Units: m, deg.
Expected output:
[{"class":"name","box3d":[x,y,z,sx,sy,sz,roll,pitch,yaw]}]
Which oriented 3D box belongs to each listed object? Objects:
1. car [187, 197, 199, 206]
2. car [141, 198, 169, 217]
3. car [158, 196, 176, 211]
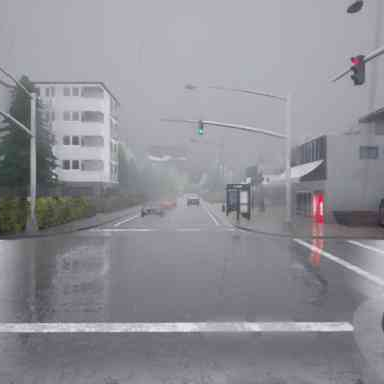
[{"class":"car","box3d":[0.241,1.483,53.919,1.882,1.535,5.008,0,0,1]},{"class":"car","box3d":[-3.522,1.567,30.987,1.994,1.385,4.181,0,0,0]},{"class":"car","box3d":[-3.490,1.356,40.689,2.097,1.767,4.553,0,0,0]}]
